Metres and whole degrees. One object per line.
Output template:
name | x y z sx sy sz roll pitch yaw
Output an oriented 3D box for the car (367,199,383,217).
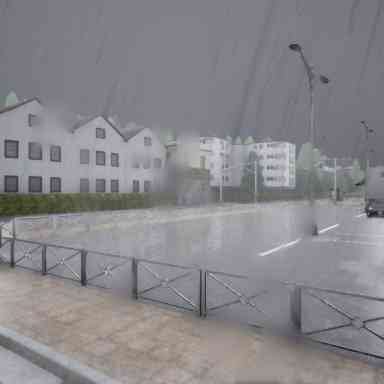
car | 15.412 1.298 26.820 2.007 1.523 4.514 0 0 35
